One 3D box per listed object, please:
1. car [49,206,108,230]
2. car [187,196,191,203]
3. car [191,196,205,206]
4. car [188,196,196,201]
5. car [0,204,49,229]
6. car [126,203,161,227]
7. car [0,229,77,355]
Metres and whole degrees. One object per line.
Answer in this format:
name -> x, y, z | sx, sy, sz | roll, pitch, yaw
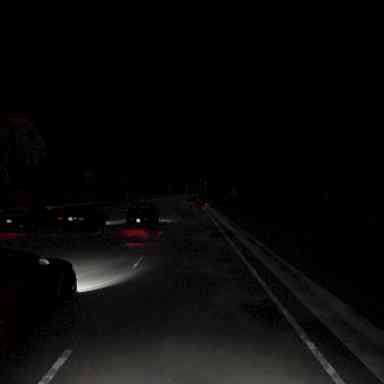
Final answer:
car -> -6.899, 1.595, 21.391 | 2.033, 1.411, 5.357 | 0, 0, 0
car -> 0.003, 1.527, 73.253 | 2.128, 1.511, 4.902 | 0, 0, 0
car -> 1.226, 1.582, 56.518 | 1.801, 1.575, 5.366 | 0, 0, 0
car -> 0.003, 1.671, 88.936 | 1.994, 1.385, 4.181 | 0, 0, 0
car -> -10.400, 1.525, 21.458 | 1.882, 1.535, 5.008 | 0, 0, 0
car -> -3.399, 1.557, 23.499 | 1.837, 1.490, 4.892 | 0, 0, 0
car -> -3.400, 1.576, 5.306 | 1.994, 1.385, 4.181 | 0, 0, 0
